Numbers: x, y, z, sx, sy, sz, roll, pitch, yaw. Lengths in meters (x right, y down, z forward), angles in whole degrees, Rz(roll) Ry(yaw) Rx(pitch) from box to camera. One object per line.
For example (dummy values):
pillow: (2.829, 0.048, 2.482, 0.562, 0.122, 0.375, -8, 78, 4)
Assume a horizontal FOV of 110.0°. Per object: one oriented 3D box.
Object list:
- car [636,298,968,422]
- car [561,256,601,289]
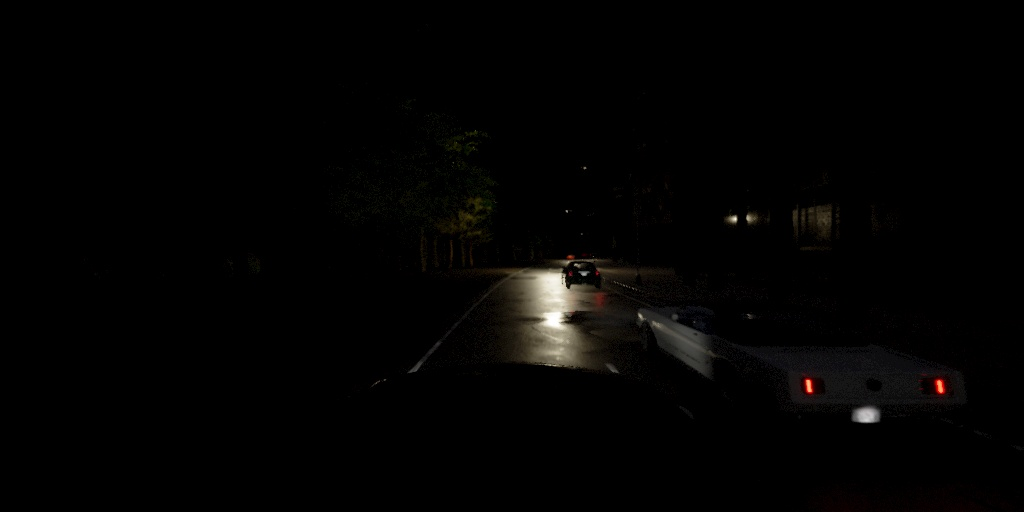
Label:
car: (3.658, 1.347, 5.896, 1.895, 1.301, 4.718, 0, 0, 1)
car: (4.373, 1.092, 23.204, 2.097, 1.767, 4.553, 0, 0, 4)
